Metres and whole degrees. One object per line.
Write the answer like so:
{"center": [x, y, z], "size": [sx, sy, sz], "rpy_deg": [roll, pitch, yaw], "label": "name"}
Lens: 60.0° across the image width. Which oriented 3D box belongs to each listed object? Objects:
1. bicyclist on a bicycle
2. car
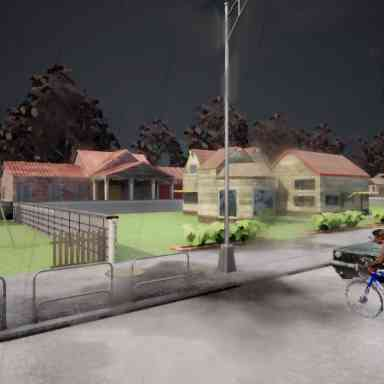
{"center": [3.345, 1.454, 5.572], "size": [0.582, 1.620, 1.656], "rpy_deg": [0, -2, -36], "label": "bicyclist on a bicycle"}
{"center": [5.718, 1.600, 8.782], "size": [4.718, 1.301, 1.895], "rpy_deg": [0, 0, -36], "label": "car"}
